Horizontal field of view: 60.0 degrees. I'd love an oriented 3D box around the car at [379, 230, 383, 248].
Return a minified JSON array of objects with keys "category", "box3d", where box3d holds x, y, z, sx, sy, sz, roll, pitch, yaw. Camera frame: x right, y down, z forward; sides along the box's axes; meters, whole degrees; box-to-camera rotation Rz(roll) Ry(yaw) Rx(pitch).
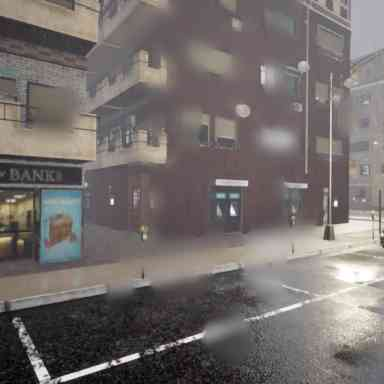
[{"category":"car","box3d":[9.116,1.554,13.164,4.403,1.369,2.008,0,1,-35]}]
